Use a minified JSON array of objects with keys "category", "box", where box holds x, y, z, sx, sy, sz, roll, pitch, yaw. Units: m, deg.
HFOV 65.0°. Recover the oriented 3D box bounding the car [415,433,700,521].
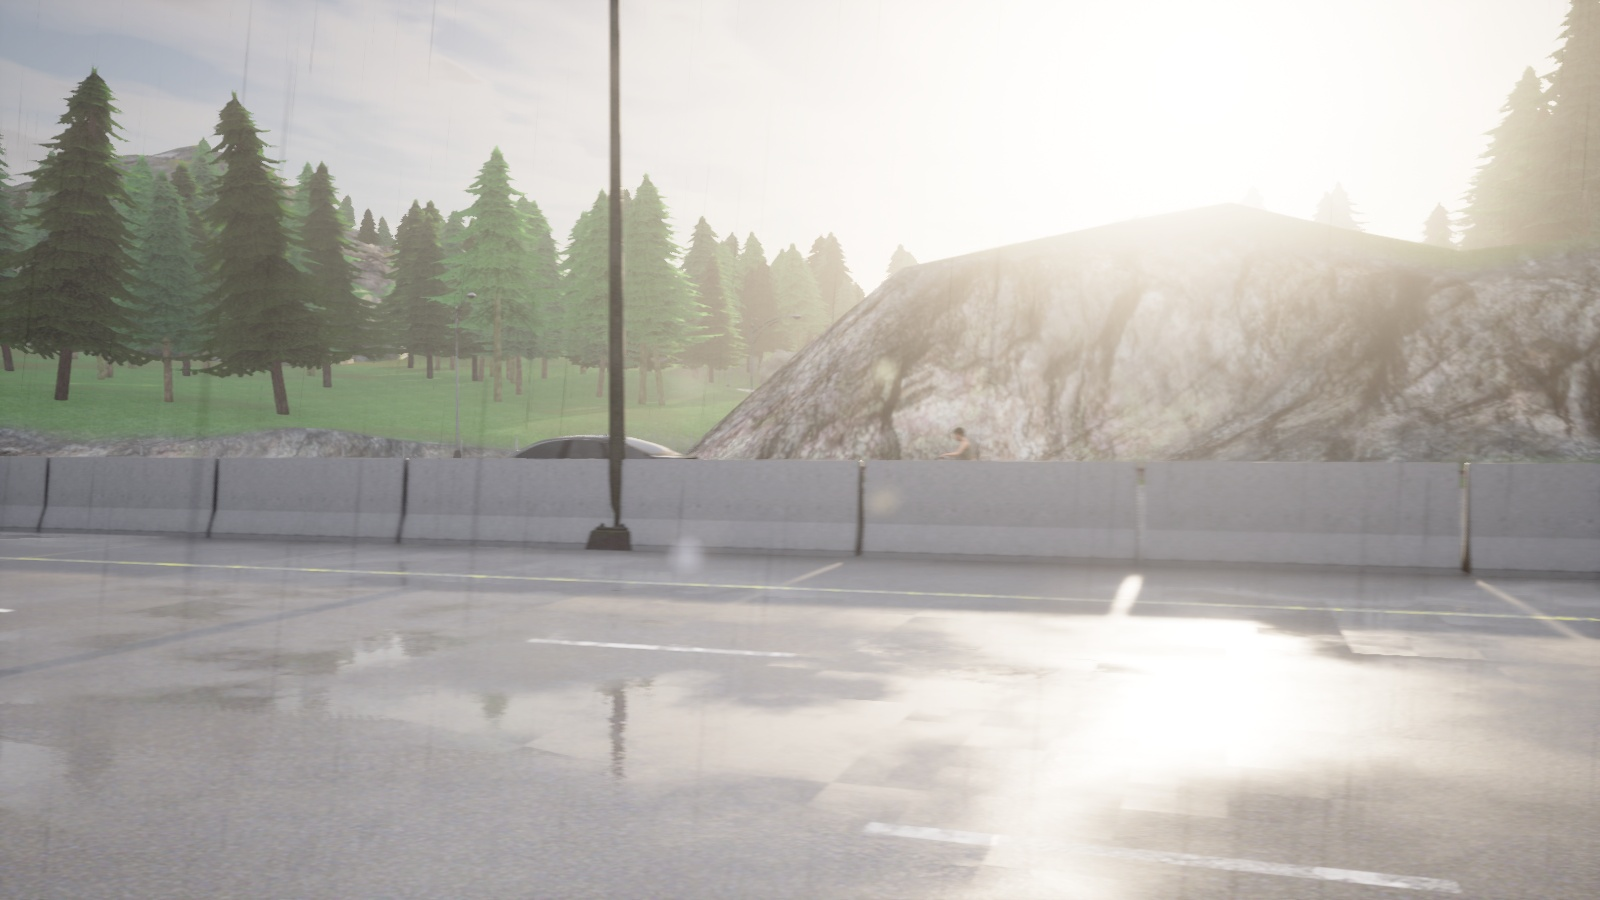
[{"category":"car","box":[-4.468,0.444,23.159,4.892,1.490,1.837,1,1,19]}]
